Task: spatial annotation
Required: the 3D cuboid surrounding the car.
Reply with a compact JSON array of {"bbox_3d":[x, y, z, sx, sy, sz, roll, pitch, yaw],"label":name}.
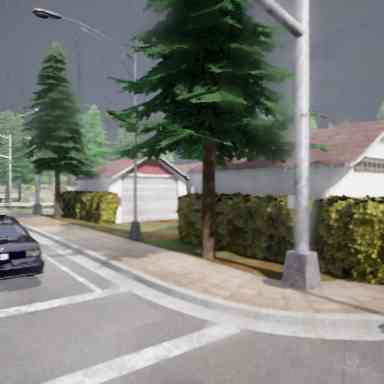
[{"bbox_3d":[-5.290,1.313,8.579,2.033,1.411,5.357,0,1,-37],"label":"car"}]
